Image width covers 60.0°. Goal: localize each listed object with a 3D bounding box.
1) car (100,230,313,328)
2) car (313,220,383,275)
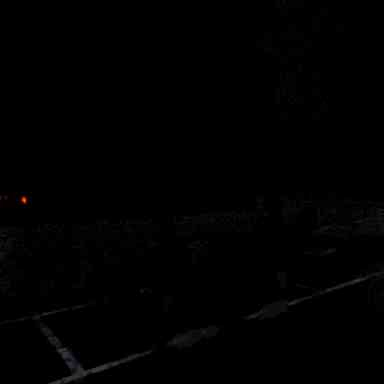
[{"bbox_3d":[0.337,1.547,7.017,4.507,1.381,1.887,-1,-1,-37],"label":"car"},{"bbox_3d":[4.620,1.539,10.269,4.206,1.307,1.802,-1,-1,-37],"label":"car"}]
